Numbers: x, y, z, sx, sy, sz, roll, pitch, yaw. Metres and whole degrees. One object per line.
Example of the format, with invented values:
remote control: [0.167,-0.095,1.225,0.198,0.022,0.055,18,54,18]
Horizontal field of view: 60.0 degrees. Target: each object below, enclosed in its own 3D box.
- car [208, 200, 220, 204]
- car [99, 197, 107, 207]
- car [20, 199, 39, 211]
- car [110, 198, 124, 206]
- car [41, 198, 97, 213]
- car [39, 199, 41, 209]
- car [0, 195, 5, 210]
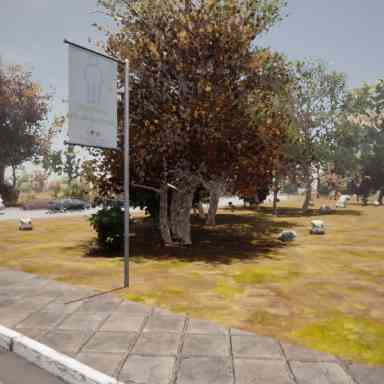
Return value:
car: [3.038,1.460,58.696,1.895,1.301,4.718,0,0,34]
car: [-12.720,1.465,49.255,1.837,1.490,4.892,0,0,37]
car: [-18.973,1.555,41.265,1.994,1.385,4.181,0,0,39]
car: [-9.213,1.556,48.074,1.895,1.301,4.718,0,0,37]
car: [-13.464,1.483,36.623,2.128,1.511,4.902,0,0,39]
car: [-15.411,1.514,40.131,1.812,1.442,4.674,0,0,38]
car: [-21.424,1.221,32.567,2.150,2.045,5.566,0,0,39]
